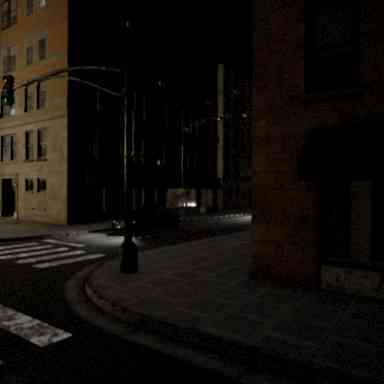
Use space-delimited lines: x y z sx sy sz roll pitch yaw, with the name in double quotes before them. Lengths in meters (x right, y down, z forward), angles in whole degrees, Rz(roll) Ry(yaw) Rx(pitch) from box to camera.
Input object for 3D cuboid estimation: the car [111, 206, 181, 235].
"car" -2.457 1.526 19.085 1.812 1.442 4.674 0 0 34
